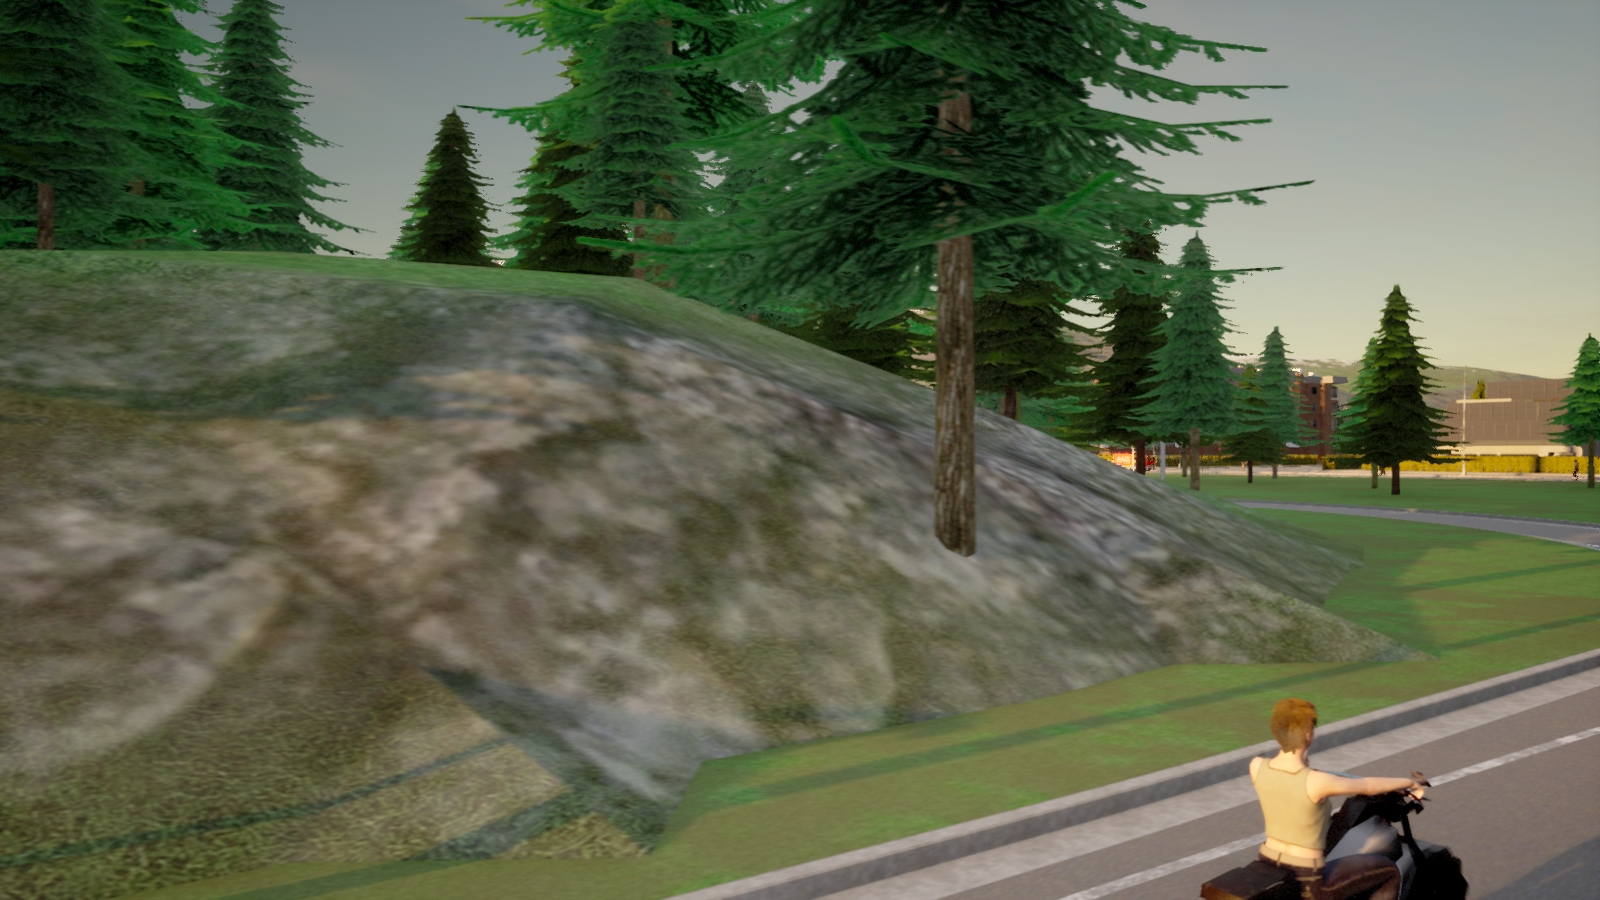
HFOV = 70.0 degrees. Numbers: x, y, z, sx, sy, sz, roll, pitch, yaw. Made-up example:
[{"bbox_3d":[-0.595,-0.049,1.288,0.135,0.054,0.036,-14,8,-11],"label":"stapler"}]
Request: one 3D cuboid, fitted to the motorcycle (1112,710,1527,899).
[{"bbox_3d":[2.620,2.155,5.617,2.356,1.307,0.764,0,0,-35],"label":"motorcycle"}]
